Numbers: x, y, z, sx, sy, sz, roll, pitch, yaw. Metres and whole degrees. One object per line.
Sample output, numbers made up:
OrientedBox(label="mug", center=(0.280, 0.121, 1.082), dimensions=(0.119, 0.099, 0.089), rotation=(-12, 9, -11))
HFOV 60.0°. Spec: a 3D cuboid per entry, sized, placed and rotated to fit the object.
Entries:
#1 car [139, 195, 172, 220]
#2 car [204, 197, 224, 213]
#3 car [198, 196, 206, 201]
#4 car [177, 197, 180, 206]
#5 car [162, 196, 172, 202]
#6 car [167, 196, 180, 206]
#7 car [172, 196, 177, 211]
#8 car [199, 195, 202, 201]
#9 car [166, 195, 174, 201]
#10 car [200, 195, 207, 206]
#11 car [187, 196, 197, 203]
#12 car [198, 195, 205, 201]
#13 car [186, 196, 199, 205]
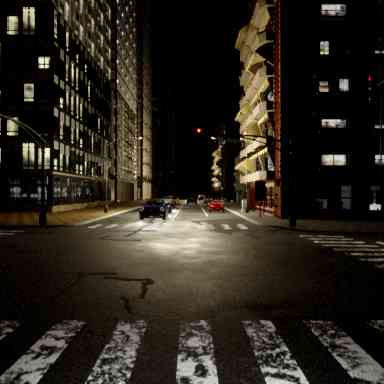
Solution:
OrientedBox(label="car", center=(-3.142, 1.357, 28.148), dimensions=(2.097, 1.767, 4.553), rotation=(0, 0, 0))
OrientedBox(label="car", center=(2.679, 1.591, 37.241), dimensions=(1.802, 1.307, 4.206), rotation=(0, 0, 0))
OrientedBox(label="car", center=(2.547, 1.626, 84.049), dimensions=(1.802, 1.307, 4.206), rotation=(0, 0, 0))
OrientedBox(label="car", center=(-3.153, 1.615, 46.454), dimensions=(1.895, 1.301, 4.718), rotation=(0, 0, 0))
OrientedBox(label="car", center=(-5.823, 1.589, 78.386), dimensions=(2.008, 1.369, 4.403), rotation=(0, 0, 0))
OrientedBox(label="car", center=(-3.097, 1.498, 56.726), dimensions=(1.882, 1.535, 5.008), rotation=(0, 0, 0))
OrientedBox(label="car", center=(-3.158, 1.501, 37.196), dimensions=(2.128, 1.511, 4.902), rotation=(0, 0, 0))
OrientedBox(label="car", center=(2.597, 1.571, 55.806), dimensions=(2.008, 1.369, 4.403), rotation=(0, 0, 0))
OrientedBox(label="car", center=(-5.843, 1.596, 89.683), dimensions=(1.887, 1.381, 4.507), rotation=(0, 0, 0))
OrientedBox(label="car", center=(2.606, 1.567, 50.158), dimensions=(2.008, 1.369, 4.403), rotation=(0, 0, 0))
OrientedBox(label="car", center=(-0.033, 1.594, 70.302), dimensions=(1.994, 1.385, 4.181), rotation=(0, 0, 0))
OrientedBox(label="car", center=(2.537, 1.491, 89.698), dimensions=(1.967, 1.590, 4.097), rotation=(0, 0, 0))
OrientedBox(label="car", center=(-0.004, 1.528, 59.991), dimensions=(1.837, 1.490, 4.892), rotation=(0, 0, 0))
